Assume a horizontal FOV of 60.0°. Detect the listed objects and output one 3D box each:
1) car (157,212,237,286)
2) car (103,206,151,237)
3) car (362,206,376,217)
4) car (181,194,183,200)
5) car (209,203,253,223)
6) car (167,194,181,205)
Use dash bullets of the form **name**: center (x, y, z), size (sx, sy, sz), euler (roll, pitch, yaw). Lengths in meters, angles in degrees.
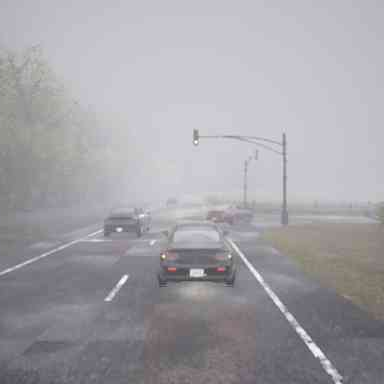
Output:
- **car**: center (0.108, 1.522, 9.253), size (1.812, 1.442, 4.674), euler (0, 0, 0)
- **car**: center (-3.391, 1.497, 17.963), size (1.837, 1.490, 4.892), euler (0, 0, 0)
- **car**: center (18.757, 1.802, 32.112), size (4.181, 1.385, 1.994), euler (1, -1, 0)
- **car**: center (-3.468, 1.288, 92.125), size (2.097, 1.767, 4.553), euler (0, 0, 0)
- **car**: center (2.630, 1.514, 22.915), size (1.812, 1.442, 4.674), euler (-1, 0, 31)
- **car**: center (-3.380, 1.468, 57.757), size (1.837, 1.490, 4.892), euler (0, 0, 0)
